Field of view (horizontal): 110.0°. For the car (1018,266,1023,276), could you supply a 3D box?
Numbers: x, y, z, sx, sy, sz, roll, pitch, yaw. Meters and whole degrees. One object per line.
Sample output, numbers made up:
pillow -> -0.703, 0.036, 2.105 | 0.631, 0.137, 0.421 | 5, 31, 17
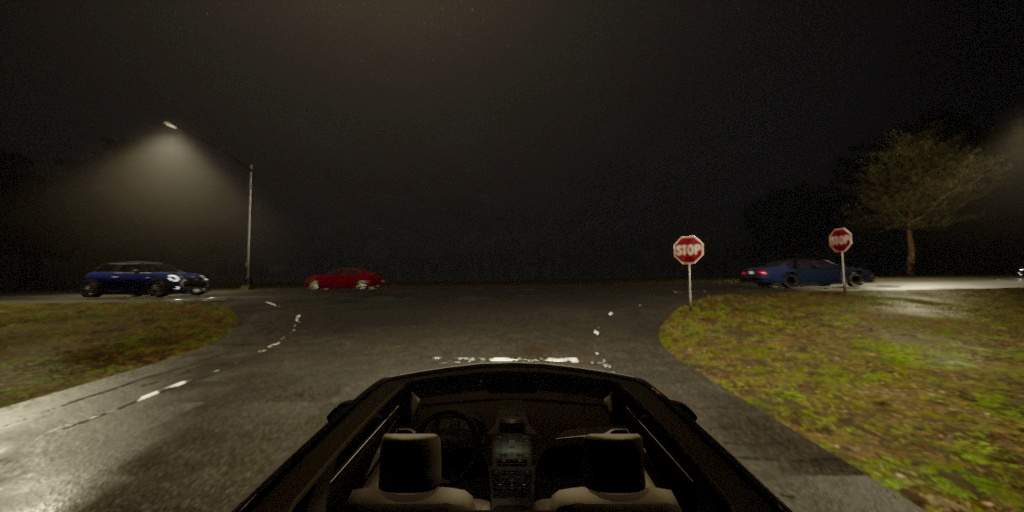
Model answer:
car -> 37.770, 0.779, 24.433 | 4.892, 1.490, 1.837 | -2, -3, -1

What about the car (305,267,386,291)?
car -> -10.992, 1.528, 23.731 | 5.008, 1.535, 1.882 | -1, -3, 0

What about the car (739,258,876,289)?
car -> 13.814, 0.801, 16.994 | 5.357, 1.411, 2.033 | -1, -3, -1

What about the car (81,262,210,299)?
car -> -16.981, 1.047, 16.813 | 4.553, 1.767, 2.097 | -1, -3, 1
